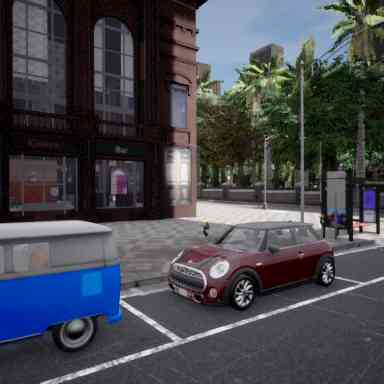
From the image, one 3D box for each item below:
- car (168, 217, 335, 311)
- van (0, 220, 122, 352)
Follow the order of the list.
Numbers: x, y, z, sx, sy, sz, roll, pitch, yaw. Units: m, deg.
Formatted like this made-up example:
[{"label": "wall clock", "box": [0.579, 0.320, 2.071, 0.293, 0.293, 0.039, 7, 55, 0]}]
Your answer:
[{"label": "car", "box": [1.445, 1.439, 7.689, 4.097, 1.590, 1.967, 0, 0, -36]}, {"label": "van", "box": [-2.970, 1.341, 4.536, 3.998, 1.788, 1.690, 0, 0, -36]}]
